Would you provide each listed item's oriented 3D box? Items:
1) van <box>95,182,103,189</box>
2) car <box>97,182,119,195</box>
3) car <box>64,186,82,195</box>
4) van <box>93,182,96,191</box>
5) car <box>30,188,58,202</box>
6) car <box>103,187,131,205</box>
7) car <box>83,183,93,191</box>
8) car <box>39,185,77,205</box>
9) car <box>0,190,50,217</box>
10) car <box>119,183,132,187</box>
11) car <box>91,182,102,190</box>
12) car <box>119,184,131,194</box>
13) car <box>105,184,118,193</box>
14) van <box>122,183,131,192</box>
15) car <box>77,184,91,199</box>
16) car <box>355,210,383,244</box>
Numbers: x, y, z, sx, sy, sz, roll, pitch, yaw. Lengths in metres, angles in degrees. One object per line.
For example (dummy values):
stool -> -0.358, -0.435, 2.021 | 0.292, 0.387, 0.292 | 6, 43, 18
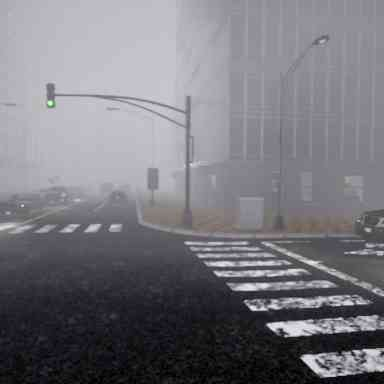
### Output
van -> -25.180, -1.731, 89.954 | 1.690, 1.788, 3.998 | 0, 2, -10
car -> -13.029, -0.565, 51.700 | 2.150, 2.045, 5.566 | 0, 2, -10
car -> -18.554, -0.267, 51.860 | 1.947, 1.339, 4.313 | 0, 2, -10
van -> -21.393, -1.023, 68.183 | 1.690, 1.788, 3.998 | 0, 2, -10
car -> -15.714, 0.275, 35.531 | 1.802, 1.307, 4.206 | 0, 2, -10
car -> -6.955, 0.449, 31.448 | 1.947, 1.339, 4.313 | 0, 2, -10
car -> -20.447, -0.747, 62.743 | 1.967, 1.590, 4.097 | 0, 2, -10
car -> -12.395, 0.214, 30.839 | 2.097, 1.767, 4.553 | 0, 2, -10
car -> -10.632, 0.785, 20.733 | 1.895, 1.301, 4.718 | 0, 2, -10
car -> -10.789, -0.501, 53.203 | 2.192, 1.841, 5.009 | 0, 2, -10
car -> -24.233, -1.580, 84.510 | 2.192, 1.841, 5.009 | 0, 2, -10
car -> -11.736, -0.553, 58.651 | 1.967, 1.590, 4.097 | 0, 2, -10
car -> -14.900, -0.626, 61.880 | 2.128, 1.511, 4.902 | 0, 2, -10
van -> -13.629, -1.006, 69.533 | 1.690, 1.788, 3.998 | 0, 2, -10
car -> -14.141, 0.087, 40.900 | 2.033, 1.411, 5.357 | 0, 2, -10
car -> 9.169, 1.099, 12.774 | 5.566, 2.045, 2.150 | 1, 2, -12
